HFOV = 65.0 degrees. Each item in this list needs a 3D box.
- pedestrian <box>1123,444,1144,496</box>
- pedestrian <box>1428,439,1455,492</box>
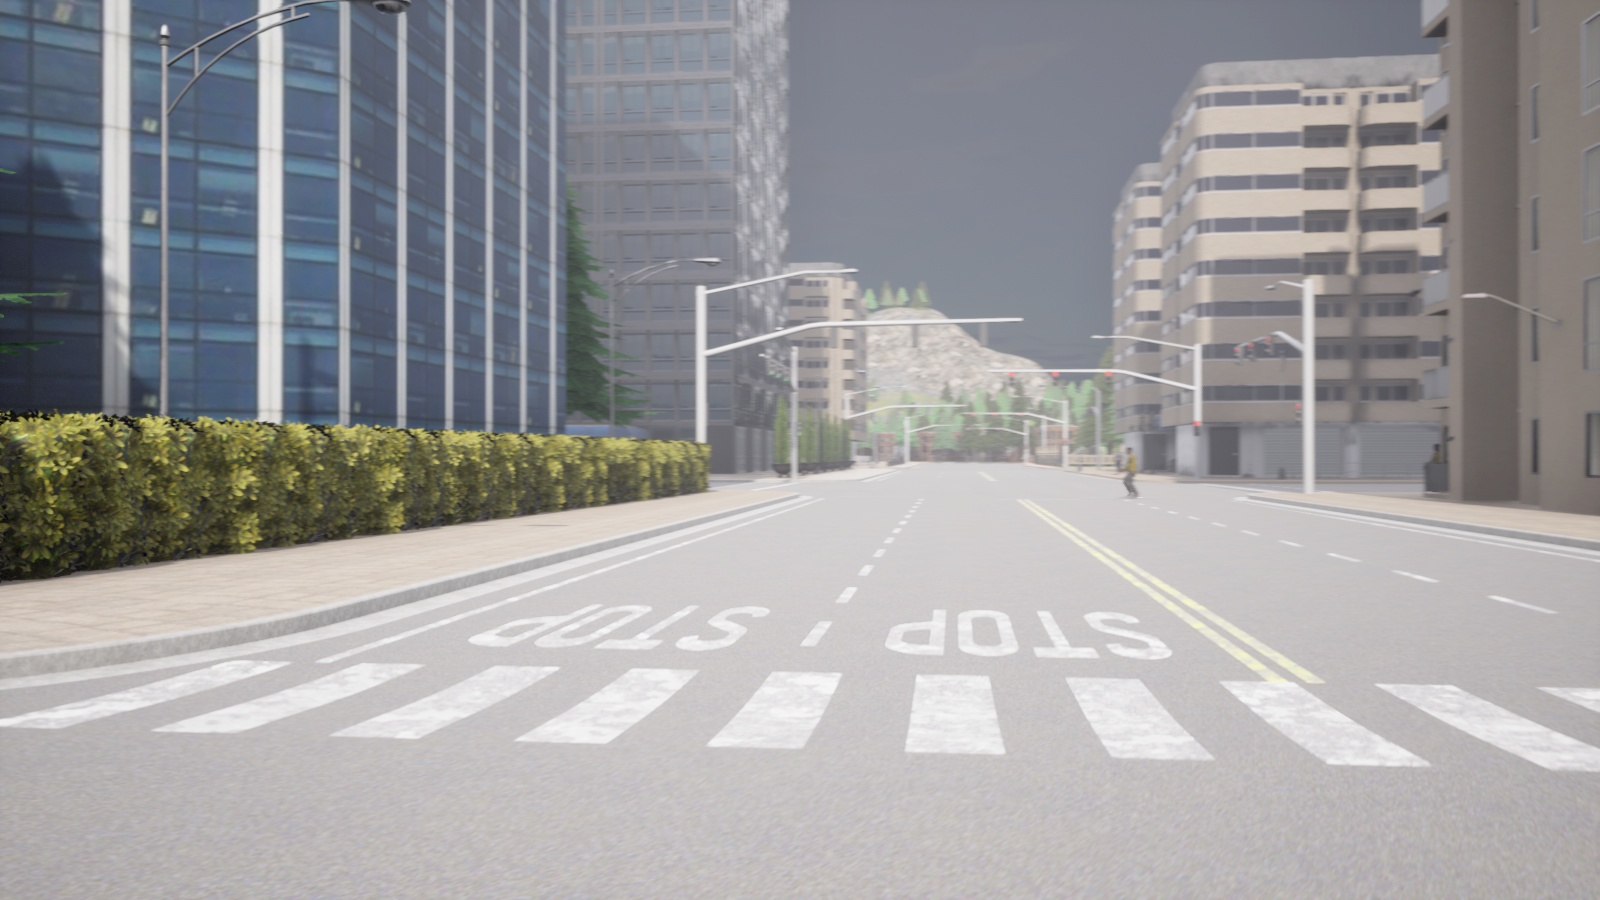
[{"bbox_3d":[11.739,0.705,44.200,0.709,1.840,0.431,0,0,14],"label":"pedestrian"},{"bbox_3d":[22.300,0.548,43.672,0.709,1.840,0.431,0,0,-4],"label":"pedestrian"}]
